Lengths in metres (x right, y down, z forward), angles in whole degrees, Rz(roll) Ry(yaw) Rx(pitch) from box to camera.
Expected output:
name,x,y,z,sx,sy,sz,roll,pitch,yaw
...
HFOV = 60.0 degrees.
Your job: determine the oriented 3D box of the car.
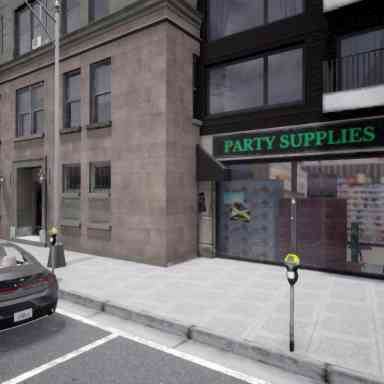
name,x,y,z,sx,sy,sz,roll,pitch,yaw
car,-4.221,1.550,6.095,4.403,1.369,2.008,0,0,36
